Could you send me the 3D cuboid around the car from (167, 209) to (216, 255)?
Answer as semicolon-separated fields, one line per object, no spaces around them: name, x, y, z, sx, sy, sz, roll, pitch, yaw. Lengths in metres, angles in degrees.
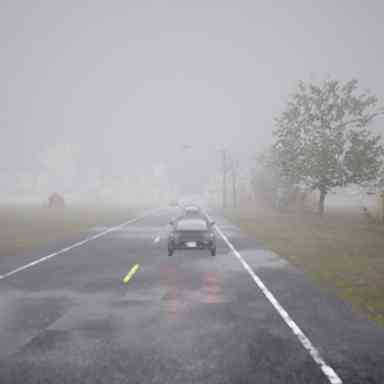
car;0.008;1.676;13.888;1.812;1.442;4.674;0;0;1

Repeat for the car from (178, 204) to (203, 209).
car;-0.013;1.829;28.892;1.812;1.442;4.674;0;0;1

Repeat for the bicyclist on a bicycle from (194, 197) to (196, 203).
bicyclist on a bicycle;0.833;2.337;92.253;0.866;1.612;1.509;0;-1;0

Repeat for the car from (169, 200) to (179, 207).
car;-3.596;2.206;65.750;2.033;1.411;5.357;0;0;0
